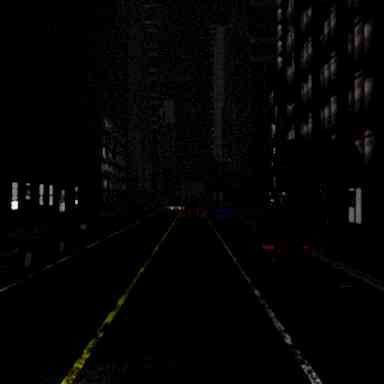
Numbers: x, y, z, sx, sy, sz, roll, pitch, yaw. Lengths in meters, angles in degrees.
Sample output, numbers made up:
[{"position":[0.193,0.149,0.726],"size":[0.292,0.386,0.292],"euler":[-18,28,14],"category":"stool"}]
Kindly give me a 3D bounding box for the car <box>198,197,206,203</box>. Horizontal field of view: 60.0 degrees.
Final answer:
[{"position":[2.669,2.256,90.944],"size":[1.967,1.590,4.097],"euler":[0,0,0],"category":"car"}]

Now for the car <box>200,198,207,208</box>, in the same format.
[{"position":[2.676,2.119,56.790],"size":[1.802,1.307,4.206],"euler":[0,-1,0],"category":"car"}]

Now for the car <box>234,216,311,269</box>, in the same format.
[{"position":[2.687,1.697,11.253],"size":[1.802,1.307,4.206],"euler":[0,-1,0],"category":"car"}]

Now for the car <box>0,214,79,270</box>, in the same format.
[{"position":[-5.694,1.666,11.253],"size":[2.008,1.369,4.403],"euler":[0,-1,0],"category":"car"}]

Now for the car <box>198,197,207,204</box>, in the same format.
[{"position":[2.670,2.212,85.252],"size":[1.967,1.590,4.097],"euler":[0,0,0],"category":"car"}]

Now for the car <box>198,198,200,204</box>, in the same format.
[{"position":[2.674,2.188,68.174],"size":[2.008,1.369,4.403],"euler":[0,0,0],"category":"car"}]

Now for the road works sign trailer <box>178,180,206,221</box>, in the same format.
[{"position":[-0.007,0.748,29.358],"size":[2.380,3.560,2.880],"euler":[0,-1,0],"category":"road works sign trailer"}]

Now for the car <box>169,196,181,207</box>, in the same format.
[{"position":[-3.031,1.834,65.195],"size":[2.150,2.045,5.566],"euler":[0,0,0],"category":"car"}]

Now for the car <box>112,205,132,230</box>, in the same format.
[{"position":[-5.696,1.773,22.638],"size":[2.008,1.369,4.403],"euler":[0,-1,0],"category":"car"}]

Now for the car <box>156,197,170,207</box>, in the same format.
[{"position":[-5.705,2.139,62.484],"size":[2.008,1.369,4.403],"euler":[0,-1,0],"category":"car"}]

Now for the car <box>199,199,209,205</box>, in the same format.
[{"position":[2.673,2.235,73.867],"size":[2.008,1.369,4.403],"euler":[0,0,0],"category":"car"}]

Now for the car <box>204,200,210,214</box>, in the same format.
[{"position":[2.680,1.962,39.712],"size":[1.802,1.307,4.206],"euler":[0,-1,0],"category":"car"}]

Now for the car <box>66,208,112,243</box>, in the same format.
[{"position":[-5.695,1.609,16.947],"size":[1.967,1.590,4.097],"euler":[0,-1,0],"category":"car"}]

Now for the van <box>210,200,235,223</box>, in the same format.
[{"position":[2.683,1.616,28.331],"size":[1.690,1.788,3.998],"euler":[0,-1,0],"category":"van"}]

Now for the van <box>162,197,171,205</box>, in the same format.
[{"position":[-5.708,2.025,73.870],"size":[1.690,1.788,3.998],"euler":[0,0,0],"category":"van"}]

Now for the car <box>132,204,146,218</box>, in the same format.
[{"position":[-5.699,1.909,34.021],"size":[1.802,1.307,4.206],"euler":[0,-1,0],"category":"car"}]
